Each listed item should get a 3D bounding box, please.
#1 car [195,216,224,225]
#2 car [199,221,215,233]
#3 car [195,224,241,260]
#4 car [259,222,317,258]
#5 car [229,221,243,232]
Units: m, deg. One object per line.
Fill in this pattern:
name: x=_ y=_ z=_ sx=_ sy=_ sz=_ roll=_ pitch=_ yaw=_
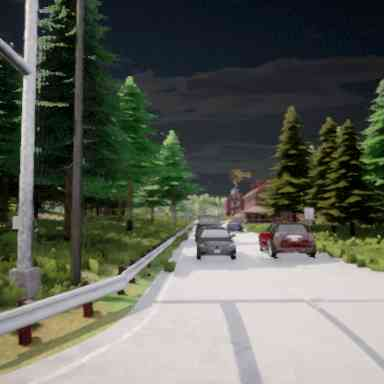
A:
car: x=1.494 y=3.095 z=28.295 sx=2.150 sy=2.045 sz=5.566 roll=-1 pitch=-4 yaw=3
car: x=2.076 y=4.764 z=45.900 sx=2.033 sy=1.411 sz=5.357 roll=-1 pitch=-4 yaw=2
car: x=1.173 y=2.538 z=16.974 sx=1.812 sy=1.442 sz=4.674 roll=-1 pitch=-4 yaw=1
car: x=4.818 y=2.366 z=17.443 sx=2.097 sy=1.767 sz=4.553 roll=-1 pitch=-4 yaw=2
car: x=5.650 y=4.562 z=43.977 sx=1.812 sy=1.442 sz=4.674 roll=-1 pitch=-4 yaw=2
